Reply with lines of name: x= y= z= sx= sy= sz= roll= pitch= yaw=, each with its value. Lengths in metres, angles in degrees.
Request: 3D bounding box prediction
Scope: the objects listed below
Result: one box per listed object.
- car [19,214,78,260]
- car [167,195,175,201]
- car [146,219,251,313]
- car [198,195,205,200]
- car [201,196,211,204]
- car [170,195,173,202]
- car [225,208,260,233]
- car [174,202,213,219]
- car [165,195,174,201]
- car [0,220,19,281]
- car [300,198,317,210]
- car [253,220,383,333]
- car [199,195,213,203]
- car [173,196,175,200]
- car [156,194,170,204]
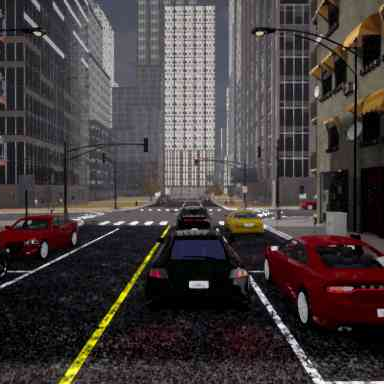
car: x=-5.685 y=1.543 z=12.397 sx=1.887 sy=1.381 sz=4.507 roll=-1 pitch=0 yaw=0
car: x=-5.601 y=1.543 z=89.230 sx=1.887 sy=1.381 sz=4.507 roll=-1 pitch=0 yaw=0
car: x=0.112 y=1.563 z=7.734 sx=1.994 sy=1.385 sz=4.181 roll=0 pitch=0 yaw=0
car: x=2.787 y=1.580 z=94.780 sx=1.802 sy=1.307 sz=4.206 roll=-1 pitch=0 yaw=0
car: x=2.755 y=1.522 z=67.152 sx=1.752 sy=1.417 sz=4.829 roll=-1 pitch=0 yaw=0
car: x=-5.627 y=1.311 z=66.993 sx=2.192 sy=1.841 sz=5.009 roll=-1 pitch=0 yaw=0
car: x=2.701 y=1.523 z=18.067 sx=1.752 sy=1.417 sz=4.829 roll=-1 pitch=0 yaw=0
car: x=0.096 y=1.502 z=17.719 sx=1.837 sy=1.490 sz=4.892 roll=0 pitch=0 yaw=-1
car: x=-5.608 y=1.523 z=83.501 sx=1.752 sy=1.417 sz=4.829 roll=-1 pitch=0 yaw=0
car: x=-5.692 y=1.439 z=6.873 sx=1.967 sy=1.590 sz=4.097 roll=-1 pitch=0 yaw=0
car: x=14.292 y=1.255 z=37.009 sx=4.507 sy=1.381 sz=1.887 roll=-1 pitch=1 yaw=0
car: x=2.690 y=1.544 z=6.850 sx=1.887 sy=1.381 sz=4.507 roll=-1 pitch=0 yaw=0
car: x=2.748 y=1.436 z=61.423 sx=1.967 sy=1.590 sz=4.097 roll=-1 pitch=0 yaw=0
car: x=-5.621 y=1.312 z=72.553 sx=2.192 sy=1.841 sz=5.009 roll=-1 pitch=0 yaw=0
car: x=-5.631 y=1.541 z=61.433 sx=1.887 sy=1.381 sz=4.507 roll=-1 pitch=0 yaw=0
